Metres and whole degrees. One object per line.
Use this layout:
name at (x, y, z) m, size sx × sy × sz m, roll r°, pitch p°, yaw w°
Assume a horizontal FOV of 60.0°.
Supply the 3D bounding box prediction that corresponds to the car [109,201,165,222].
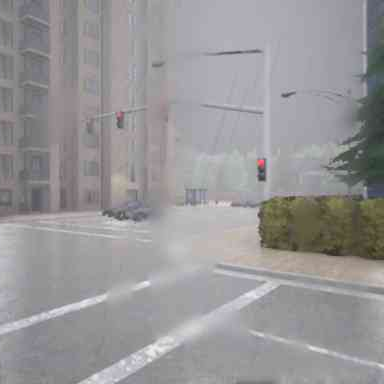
car at (-4.068, 1.577, 26.286) m, size 1.994 × 1.385 × 4.181 m, roll 0°, pitch 0°, yaw 36°

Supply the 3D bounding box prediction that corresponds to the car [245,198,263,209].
car at (9.698, 1.560, 45.049) m, size 2.033 × 1.411 × 5.357 m, roll 0°, pitch 0°, yaw 36°

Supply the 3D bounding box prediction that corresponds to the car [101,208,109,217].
car at (-5.571, 1.563, 30.169) m, size 2.033 × 1.411 × 5.357 m, roll 0°, pitch 0°, yaw 36°

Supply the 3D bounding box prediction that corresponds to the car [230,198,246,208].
car at (7.552, 1.563, 48.029) m, size 2.033 × 1.411 × 5.357 m, roll 0°, pitch 0°, yaw 36°
